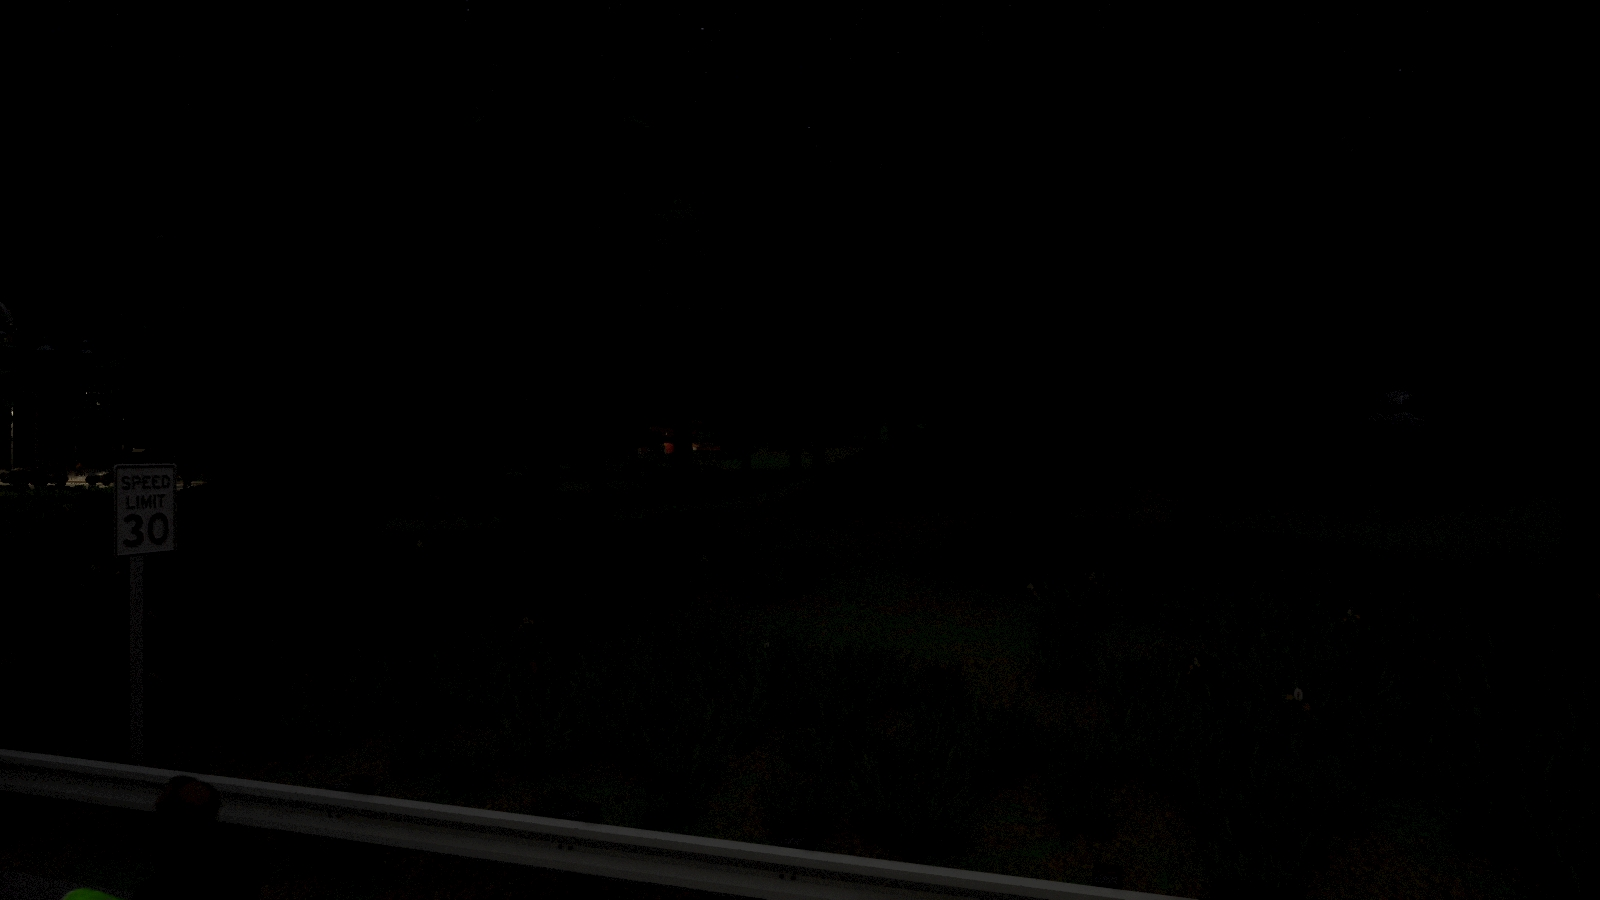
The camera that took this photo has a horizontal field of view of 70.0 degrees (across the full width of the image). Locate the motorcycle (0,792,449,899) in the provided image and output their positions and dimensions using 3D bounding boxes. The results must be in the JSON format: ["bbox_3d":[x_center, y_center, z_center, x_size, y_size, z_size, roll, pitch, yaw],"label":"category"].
[{"bbox_3d":[-2.302,2.115,4.161,1.805,1.316,0.856,0,0,19],"label":"motorcycle"}]
